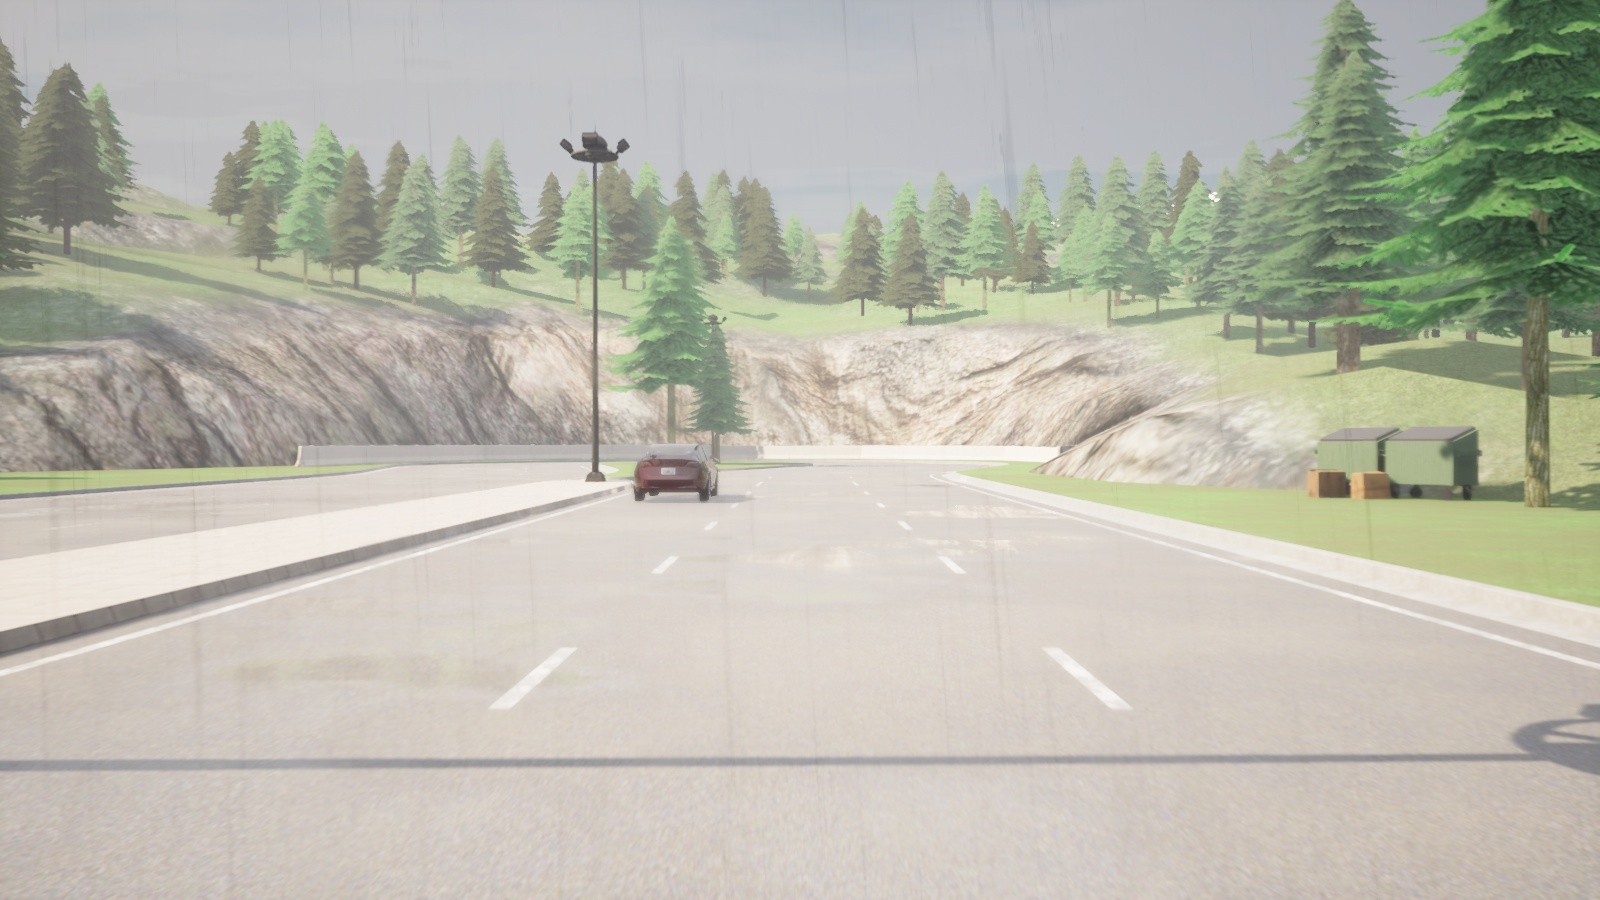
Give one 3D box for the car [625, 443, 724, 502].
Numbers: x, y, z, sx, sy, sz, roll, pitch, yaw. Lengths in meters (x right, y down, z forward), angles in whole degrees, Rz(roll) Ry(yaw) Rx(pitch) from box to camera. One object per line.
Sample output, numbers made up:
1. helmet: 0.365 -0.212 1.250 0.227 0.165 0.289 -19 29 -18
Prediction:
1. car: -3.292 0.553 33.856 2.163 1.488 4.792 0 0 0
